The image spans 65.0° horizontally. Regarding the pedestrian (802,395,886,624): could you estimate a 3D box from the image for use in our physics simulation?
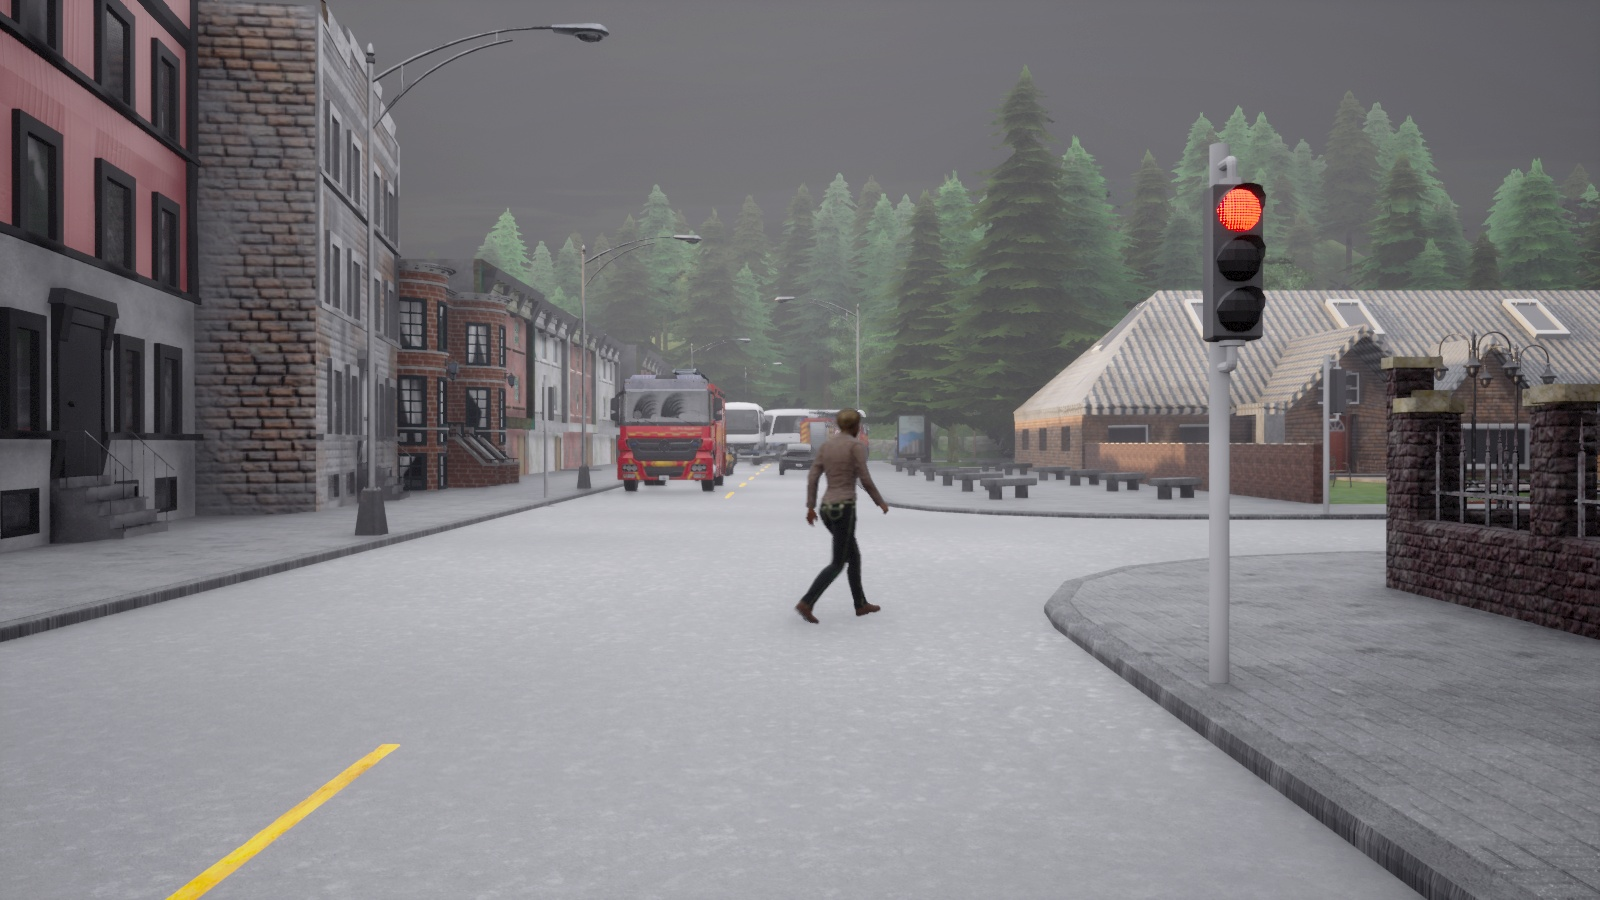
[{"bbox_3d":[0.365,0.478,10.418,0.634,1.846,0.331,0,0,-39],"label":"pedestrian"}]

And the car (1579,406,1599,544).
[{"bbox_3d":[14.694,0.375,18.153,5.566,2.045,2.150,0,0,-1],"label":"car"}]

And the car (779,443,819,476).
[{"bbox_3d":[-0.049,0.415,59.601,1.837,1.490,4.892,0,0,0],"label":"car"}]

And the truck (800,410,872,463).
[{"bbox_3d":[2.904,-0.982,97.776,2.891,3.827,8.468,-1,-1,21],"label":"truck"}]

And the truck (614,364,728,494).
[{"bbox_3d":[-4.048,-0.654,41.252,2.891,3.827,8.468,0,0,0],"label":"truck"}]

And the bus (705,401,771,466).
[{"bbox_3d":[-4.170,-1.124,86.944,3.944,4.253,10.273,0,0,1],"label":"bus"}]

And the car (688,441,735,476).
[{"bbox_3d":[-4.051,0.354,58.196,1.801,1.575,5.366,0,0,0],"label":"car"}]
